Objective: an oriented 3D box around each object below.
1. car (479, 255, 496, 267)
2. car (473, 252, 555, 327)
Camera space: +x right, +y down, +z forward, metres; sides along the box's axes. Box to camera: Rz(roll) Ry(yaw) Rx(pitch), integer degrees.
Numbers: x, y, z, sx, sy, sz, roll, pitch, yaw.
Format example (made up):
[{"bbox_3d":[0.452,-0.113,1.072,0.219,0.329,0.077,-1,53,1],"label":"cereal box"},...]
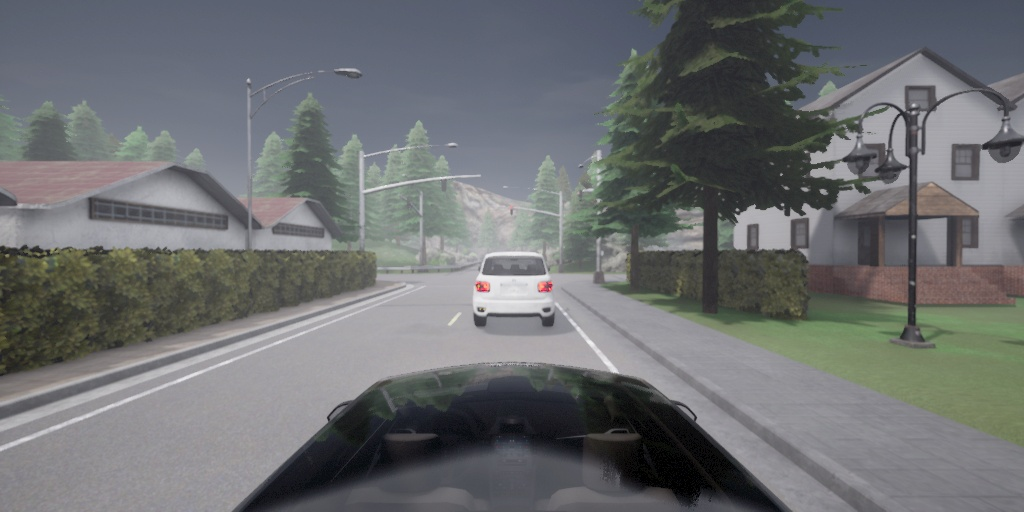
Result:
[{"bbox_3d":[-3.555,0.678,52.288,2.097,1.767,4.553,0,1,0],"label":"car"},{"bbox_3d":[0.068,0.892,11.329,2.150,2.045,5.566,0,1,0],"label":"car"}]
